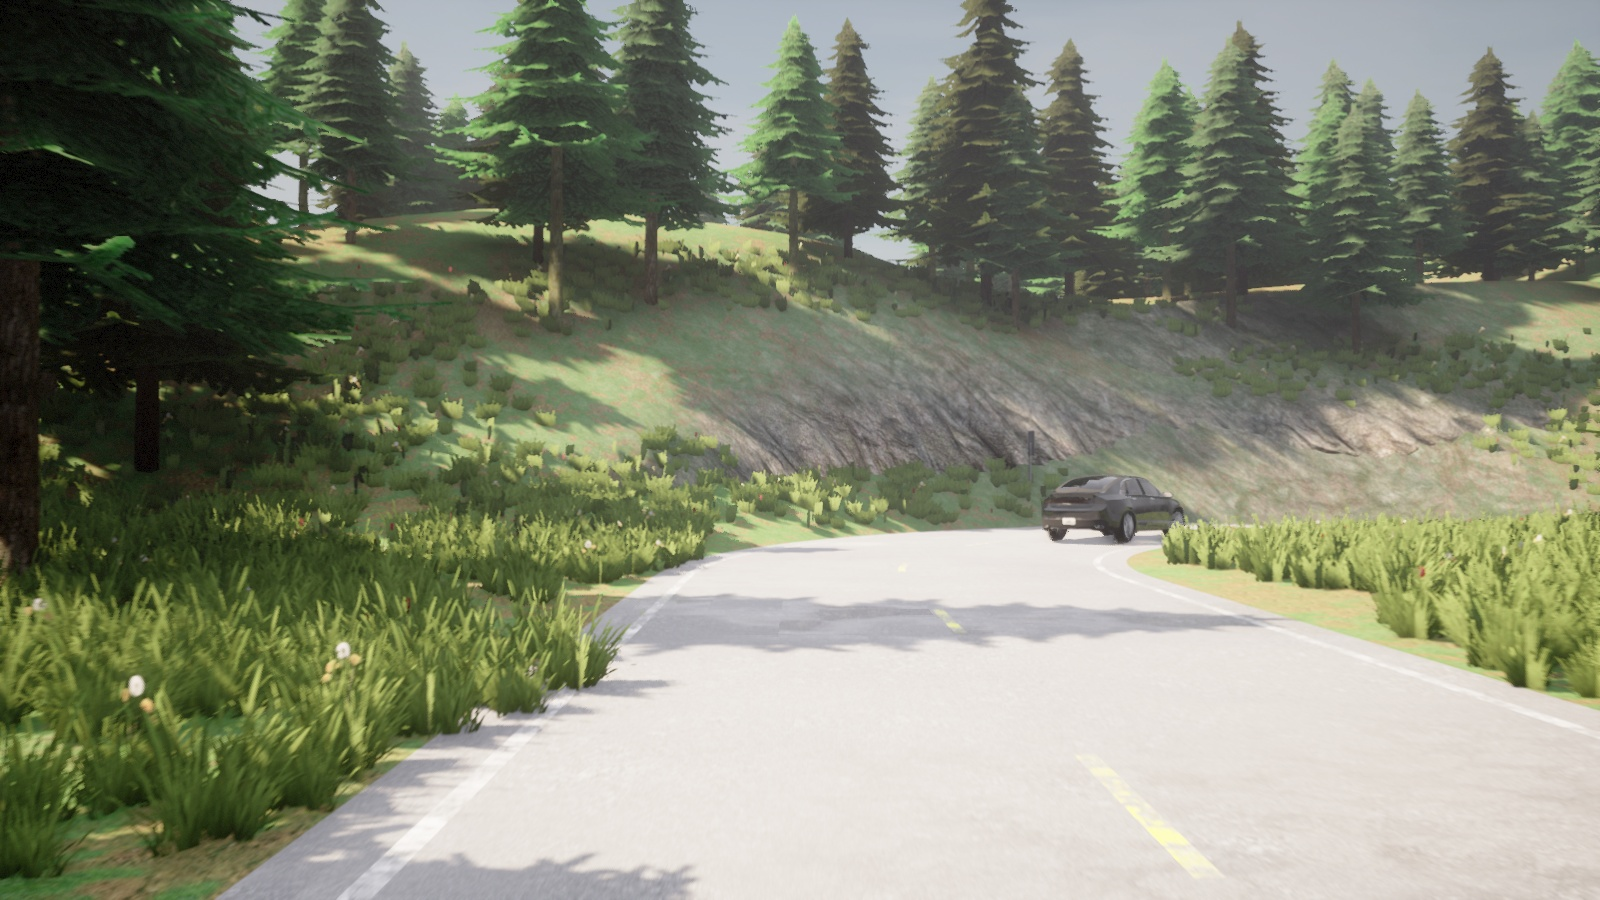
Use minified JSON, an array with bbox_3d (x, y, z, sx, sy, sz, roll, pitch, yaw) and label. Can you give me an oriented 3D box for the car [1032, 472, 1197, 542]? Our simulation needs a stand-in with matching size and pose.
[{"bbox_3d":[7.418,1.280,29.295,1.837,1.490,4.892,-2,-2,39],"label":"car"}]
